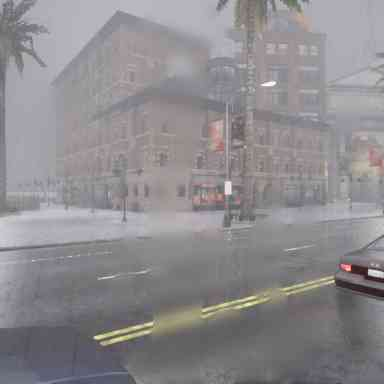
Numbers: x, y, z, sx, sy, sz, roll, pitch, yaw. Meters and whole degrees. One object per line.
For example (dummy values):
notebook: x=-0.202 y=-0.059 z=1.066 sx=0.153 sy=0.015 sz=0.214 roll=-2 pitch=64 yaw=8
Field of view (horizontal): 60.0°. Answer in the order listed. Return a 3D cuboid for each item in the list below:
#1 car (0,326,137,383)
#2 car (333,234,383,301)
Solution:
car: x=-2.867 y=1.547 z=1.640 sx=5.357 sy=1.411 sz=2.033 roll=0 pitch=0 yaw=-37
car: x=5.434 y=1.547 z=7.572 sx=5.357 sy=1.411 sz=2.033 roll=0 pitch=0 yaw=-35
